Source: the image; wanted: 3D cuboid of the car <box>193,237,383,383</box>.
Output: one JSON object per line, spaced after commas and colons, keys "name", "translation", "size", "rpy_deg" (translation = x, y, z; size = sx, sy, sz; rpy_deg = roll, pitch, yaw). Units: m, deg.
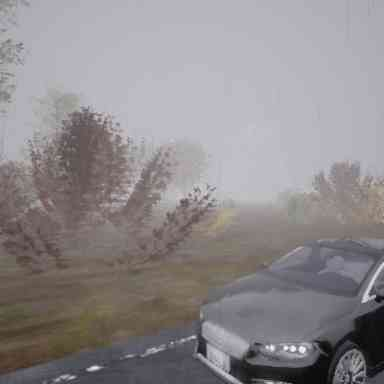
{"name": "car", "translation": [2.292, 1.489, 4.913], "size": [4.902, 1.511, 2.128], "rpy_deg": [0, 0, -35]}
